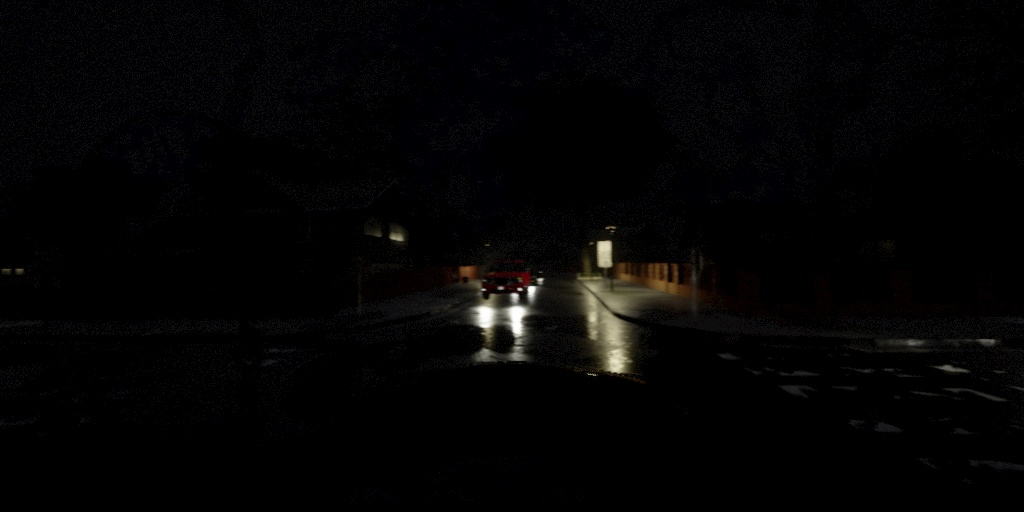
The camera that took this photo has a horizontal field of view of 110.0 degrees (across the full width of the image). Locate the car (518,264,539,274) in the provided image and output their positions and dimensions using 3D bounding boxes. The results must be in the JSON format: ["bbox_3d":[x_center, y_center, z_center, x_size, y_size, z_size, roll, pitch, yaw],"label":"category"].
[{"bbox_3d":[2.813,2.221,62.770,2.097,1.767,4.553,0,-2,-19],"label":"car"}]

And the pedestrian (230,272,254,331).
[{"bbox_3d":[-8.272,1.371,11.037,0.375,1.860,0.375,-1,-2,8],"label":"pedestrian"}]

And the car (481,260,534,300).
[{"bbox_3d":[-0.195,1.241,20.157,2.150,2.045,5.566,-1,-1,7],"label":"car"}]

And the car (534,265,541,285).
[{"bbox_3d":[1.121,1.738,30.410,1.994,1.385,4.181,-1,-1,7],"label":"car"}]
